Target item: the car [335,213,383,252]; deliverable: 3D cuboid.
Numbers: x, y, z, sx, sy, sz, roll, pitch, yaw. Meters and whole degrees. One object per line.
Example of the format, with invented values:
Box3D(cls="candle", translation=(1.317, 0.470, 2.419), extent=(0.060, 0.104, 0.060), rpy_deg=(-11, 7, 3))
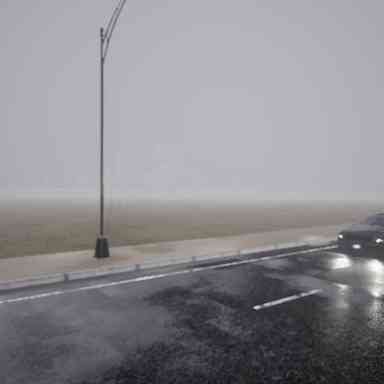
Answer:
Box3D(cls="car", translation=(8.040, 1.562, 13.402), extent=(5.357, 1.411, 2.033), rpy_deg=(0, 0, -36))
